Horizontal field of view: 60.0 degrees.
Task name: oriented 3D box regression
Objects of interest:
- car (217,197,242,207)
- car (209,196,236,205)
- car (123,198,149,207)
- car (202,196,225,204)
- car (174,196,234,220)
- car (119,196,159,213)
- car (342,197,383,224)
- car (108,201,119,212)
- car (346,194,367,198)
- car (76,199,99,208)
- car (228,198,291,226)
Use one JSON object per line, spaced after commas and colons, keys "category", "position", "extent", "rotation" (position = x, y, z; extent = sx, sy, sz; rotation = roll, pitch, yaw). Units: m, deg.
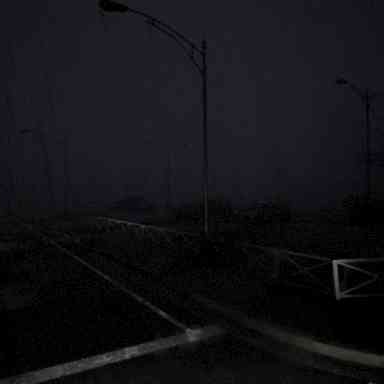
{"category": "car", "position": [6.009, 1.563, 53.283], "extent": [3.633, 1.501, 1.845], "rotation": [-1, 0, -32]}
{"category": "car", "position": [6.175, 1.629, 67.396], "extent": [5.027, 1.636, 2.152], "rotation": [-1, 0, -32]}
{"category": "car", "position": [-9.686, 1.844, 57.556], "extent": [3.806, 1.475, 1.970], "rotation": [-1, 0, -32]}
{"category": "car", "position": [4.457, 1.670, 70.021], "extent": [4.514, 1.523, 2.007], "rotation": [-1, 0, -32]}
{"category": "car", "position": [0.978, 1.355, 27.273], "extent": [5.027, 1.636, 2.152], "rotation": [-1, 0, -32]}
{"category": "car", "position": [-5.852, 1.409, 38.092], "extent": [3.866, 1.878, 1.905], "rotation": [-1, 0, -32]}
{"category": "car", "position": [12.594, 1.334, 22.684], "extent": [4.514, 1.523, 2.007], "rotation": [-1, 0, -32]}
{"category": "car", "position": [-7.752, 1.463, 40.328], "extent": [4.605, 1.855, 1.932], "rotation": [-1, 0, -32]}
{"category": "car", "position": [17.351, 1.118, 33.898], "extent": [4.605, 1.855, 1.932], "rotation": [-1, 0, -32]}
{"category": "car", "position": [-17.551, 1.927, 56.115], "extent": [3.633, 1.501, 1.845], "rotation": [-1, 0, -32]}
{"category": "car", "position": [4.677, 1.366, 22.018], "extent": [3.806, 1.475, 1.970], "rotation": [-1, 0, -32]}
